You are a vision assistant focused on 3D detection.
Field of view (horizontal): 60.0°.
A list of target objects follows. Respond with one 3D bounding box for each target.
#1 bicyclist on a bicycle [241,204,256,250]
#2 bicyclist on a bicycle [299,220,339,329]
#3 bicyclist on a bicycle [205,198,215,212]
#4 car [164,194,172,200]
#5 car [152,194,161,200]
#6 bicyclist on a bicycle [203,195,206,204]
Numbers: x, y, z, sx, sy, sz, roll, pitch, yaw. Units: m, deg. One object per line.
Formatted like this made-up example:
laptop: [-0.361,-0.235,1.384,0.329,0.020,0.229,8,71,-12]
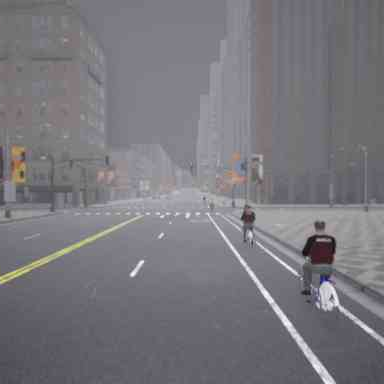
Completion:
bicyclist on a bicycle: [2.265,1.385,13.549,0.659,1.776,1.843,0,0,0]
bicyclist on a bicycle: [2.256,1.377,6.075,0.659,1.776,1.843,0,0,0]
bicyclist on a bicycle: [2.310,1.501,38.569,0.866,1.612,1.509,0,0,0]
car: [-6.401,1.294,90.833,1.837,1.490,4.892,0,0,0]
car: [-9.651,1.346,90.836,1.994,1.385,4.181,0,0,0]
bicyclist on a bicycle: [2.318,1.488,61.613,0.659,1.776,1.843,0,0,0]
